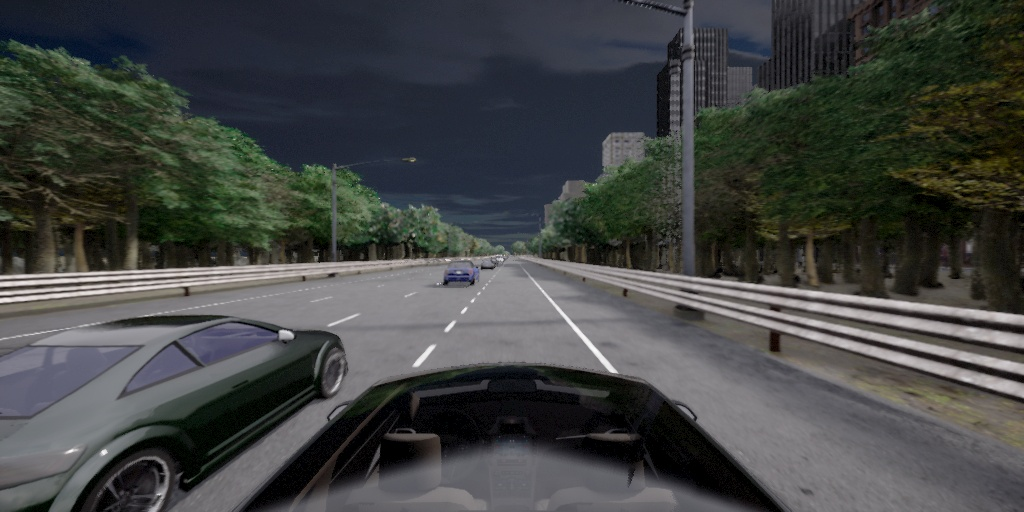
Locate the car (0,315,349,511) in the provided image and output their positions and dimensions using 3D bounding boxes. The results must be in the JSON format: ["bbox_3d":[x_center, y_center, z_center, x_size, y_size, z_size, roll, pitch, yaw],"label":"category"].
[{"bbox_3d":[-3.500,1.314,3.821,1.994,1.385,4.181,0,0,0],"label":"car"}]

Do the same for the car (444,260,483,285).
[{"bbox_3d":[-3.505,1.097,25.768,2.097,1.767,4.553,0,0,0],"label":"car"}]

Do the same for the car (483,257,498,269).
[{"bbox_3d":[-3.512,1.270,52.947,1.994,1.385,4.181,0,0,0],"label":"car"}]
